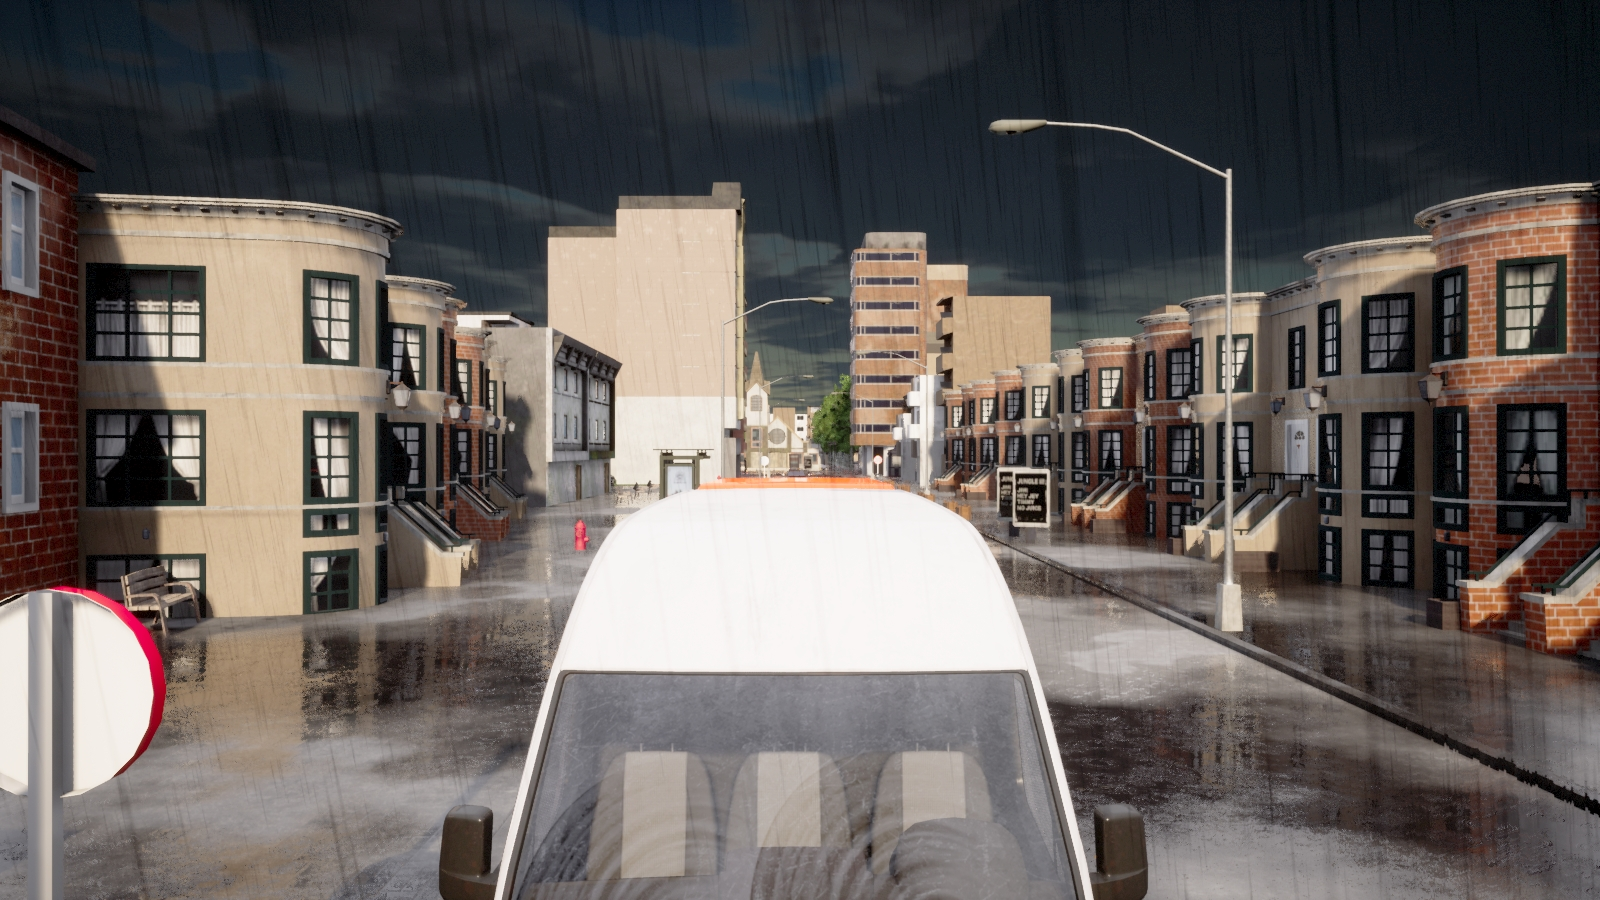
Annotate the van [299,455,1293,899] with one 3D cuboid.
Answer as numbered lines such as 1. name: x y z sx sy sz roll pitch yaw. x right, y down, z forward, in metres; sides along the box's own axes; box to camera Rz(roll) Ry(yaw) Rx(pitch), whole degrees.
1. van: -0.019 1.314 5.243 1.988 2.561 5.915 0 0 0

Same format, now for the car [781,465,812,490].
1. car: -0.258 1.816 77.113 2.038 1.542 4.974 0 0 0
